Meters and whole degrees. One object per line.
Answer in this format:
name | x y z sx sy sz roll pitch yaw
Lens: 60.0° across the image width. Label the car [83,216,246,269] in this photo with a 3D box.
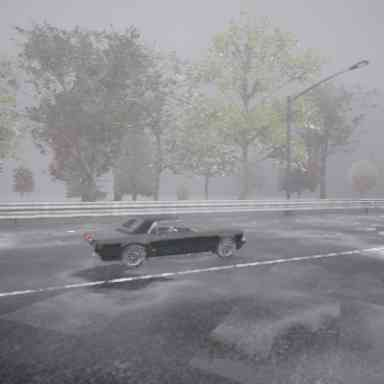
car | -0.720 1.378 10.089 4.718 1.301 1.895 0 0 -27
